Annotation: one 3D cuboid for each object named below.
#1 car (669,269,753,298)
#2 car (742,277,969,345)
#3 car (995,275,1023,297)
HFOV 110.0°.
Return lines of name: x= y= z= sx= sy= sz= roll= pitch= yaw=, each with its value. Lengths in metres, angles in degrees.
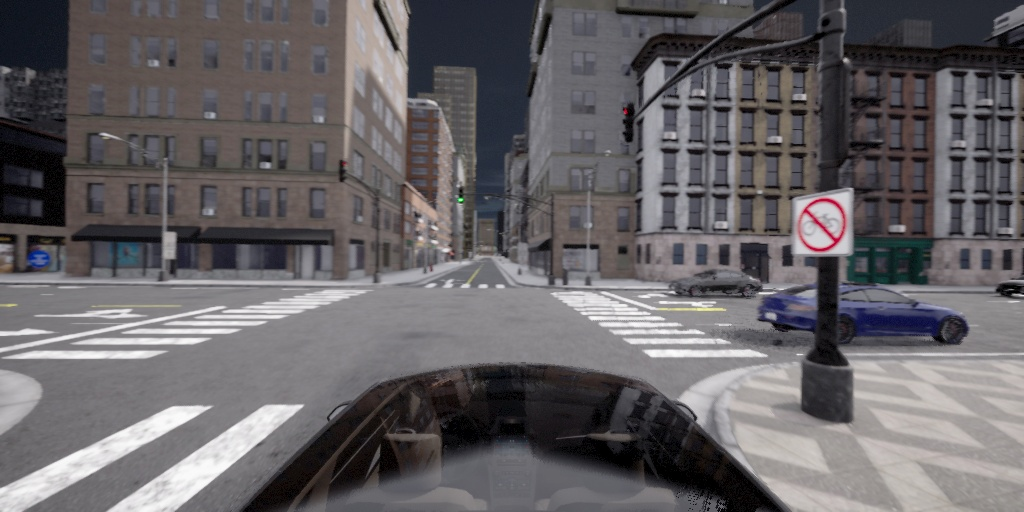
car: x=10.958 y=1.438 z=19.391 sx=4.674 sy=1.442 sz=1.812 roll=0 pitch=0 yaw=-4
car: x=8.970 y=1.417 z=9.391 sx=4.674 sy=1.442 sz=1.812 roll=1 pitch=0 yaw=-4
car: x=30.999 y=1.698 z=20.676 sx=4.892 sy=1.490 sz=1.837 roll=1 pitch=0 yaw=-4
